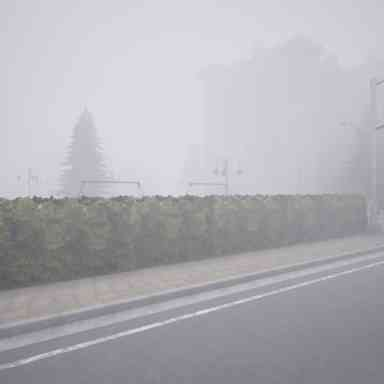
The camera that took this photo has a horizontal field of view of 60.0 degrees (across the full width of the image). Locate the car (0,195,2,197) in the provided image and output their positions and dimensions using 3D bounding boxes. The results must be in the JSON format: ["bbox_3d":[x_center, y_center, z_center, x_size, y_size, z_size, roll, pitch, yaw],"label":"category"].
[{"bbox_3d":[-40.232,1.374,67.297,3.633,1.501,1.845,0,0,-37],"label":"car"}]
